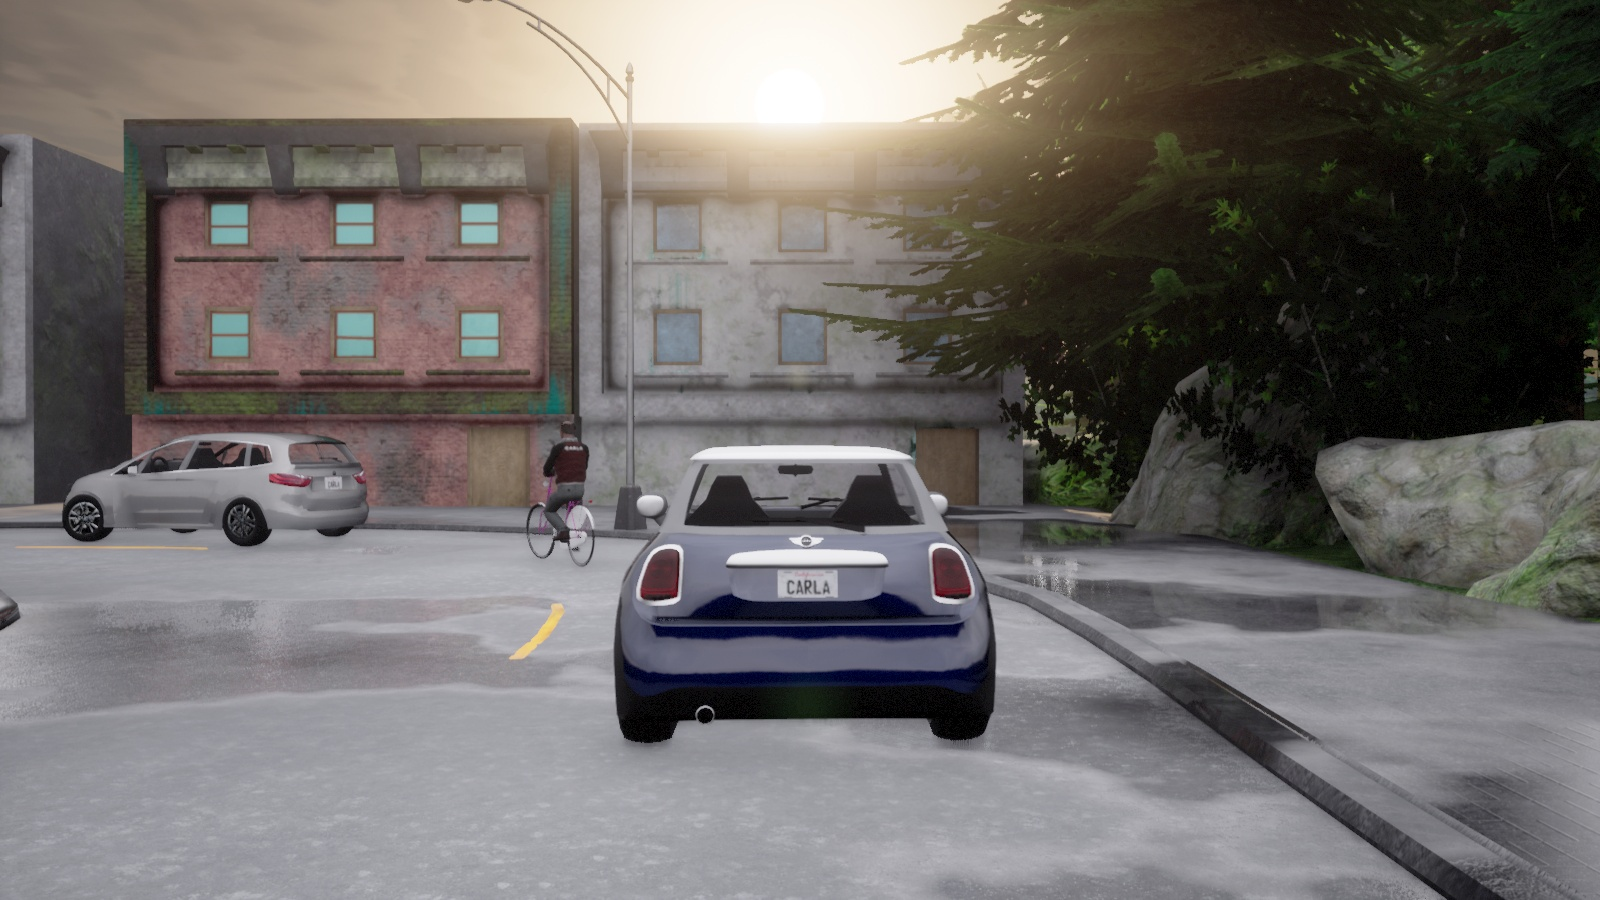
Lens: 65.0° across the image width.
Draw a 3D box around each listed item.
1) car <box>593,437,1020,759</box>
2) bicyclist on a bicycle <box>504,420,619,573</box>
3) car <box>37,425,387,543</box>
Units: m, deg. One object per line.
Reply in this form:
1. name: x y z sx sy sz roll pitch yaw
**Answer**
1. car: -0.038 0.667 7.695 1.970 1.475 3.806 0 0 -2
2. bicyclist on a bicycle: -2.979 0.525 15.540 0.659 1.776 1.843 0 1 -36
3. car: -9.058 0.470 19.463 4.611 1.667 2.242 0 0 18
